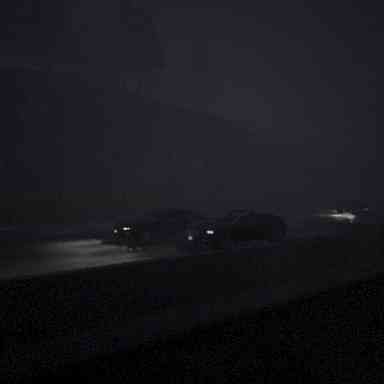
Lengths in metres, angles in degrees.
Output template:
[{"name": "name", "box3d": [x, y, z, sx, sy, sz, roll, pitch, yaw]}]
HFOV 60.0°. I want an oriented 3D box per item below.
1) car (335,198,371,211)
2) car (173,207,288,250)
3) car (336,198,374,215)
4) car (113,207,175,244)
[{"name": "car", "box3d": [18.824, 1.443, 38.897, 4.181, 1.385, 1.994, 0, 0, -35]}, {"name": "car", "box3d": [1.933, 1.464, 13.971, 4.902, 1.511, 2.128, 0, 0, -35]}, {"name": "car", "box3d": [15.996, 1.462, 32.590, 4.181, 1.385, 1.994, 0, 0, -35]}, {"name": "car", "box3d": [-1.350, 1.485, 15.928, 4.892, 1.490, 1.837, 0, 0, -36]}]
